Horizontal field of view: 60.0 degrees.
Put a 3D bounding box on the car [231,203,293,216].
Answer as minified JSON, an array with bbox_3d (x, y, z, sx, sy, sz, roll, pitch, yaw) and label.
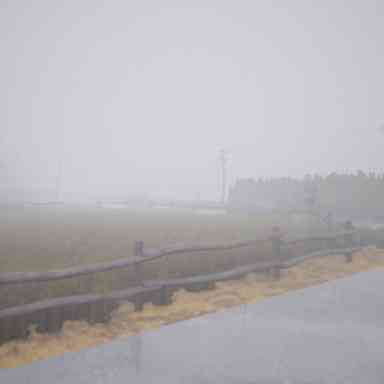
[{"bbox_3d":[5.288,1.559,25.966,2.033,1.411,5.357,0,0,-35],"label":"car"}]

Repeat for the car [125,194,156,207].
[{"bbox_3d":[-6.702,1.233,42.906,2.150,2.045,5.566,0,0,-35],"label":"car"}]
